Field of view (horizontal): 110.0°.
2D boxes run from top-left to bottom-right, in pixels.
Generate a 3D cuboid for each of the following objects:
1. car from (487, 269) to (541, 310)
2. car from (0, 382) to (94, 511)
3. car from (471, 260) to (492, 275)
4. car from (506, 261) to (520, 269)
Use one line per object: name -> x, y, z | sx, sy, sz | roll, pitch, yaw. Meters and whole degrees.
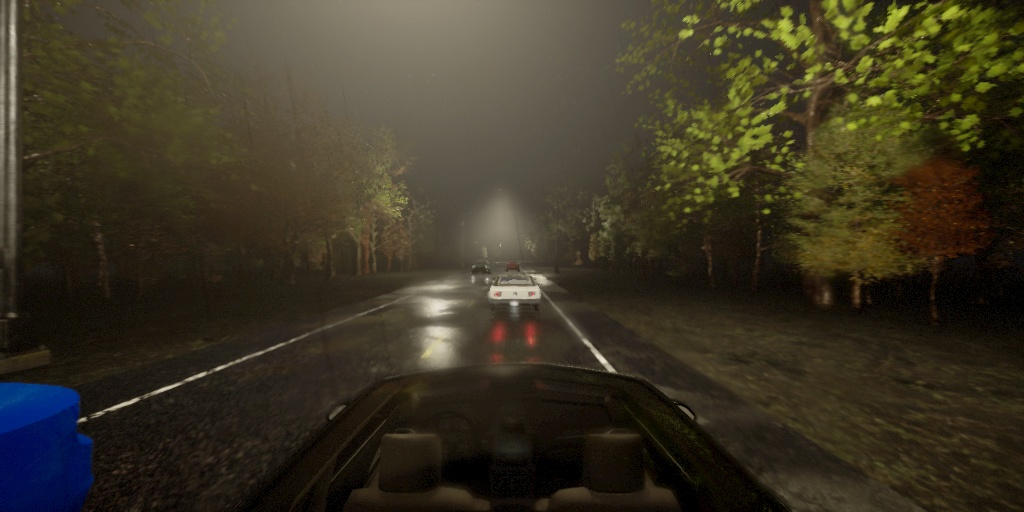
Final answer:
car -> 0.106, 1.401, 14.937 | 1.895, 1.301, 4.718 | 0, 0, 0
car -> -3.600, 1.221, 0.103 | 1.882, 1.535, 5.008 | 0, 0, 0
car -> -3.562, 1.255, 42.408 | 2.097, 1.767, 4.553 | 0, 0, 0
car -> 0.115, 1.418, 52.668 | 1.882, 1.535, 5.008 | 0, 0, 0
